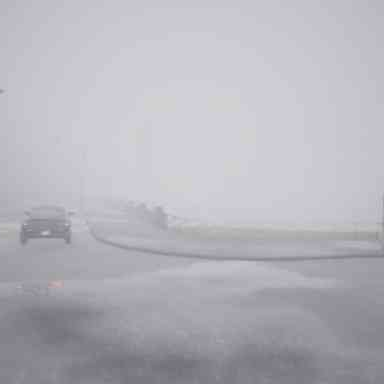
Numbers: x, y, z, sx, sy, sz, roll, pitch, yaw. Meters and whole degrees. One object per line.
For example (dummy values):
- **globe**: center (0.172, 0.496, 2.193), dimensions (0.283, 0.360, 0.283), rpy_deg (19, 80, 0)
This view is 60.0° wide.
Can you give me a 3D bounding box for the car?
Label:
- **car**: center (-6.155, 1.289, 14.332), dimensions (1.812, 1.442, 4.674), rpy_deg (2, 0, -20)
